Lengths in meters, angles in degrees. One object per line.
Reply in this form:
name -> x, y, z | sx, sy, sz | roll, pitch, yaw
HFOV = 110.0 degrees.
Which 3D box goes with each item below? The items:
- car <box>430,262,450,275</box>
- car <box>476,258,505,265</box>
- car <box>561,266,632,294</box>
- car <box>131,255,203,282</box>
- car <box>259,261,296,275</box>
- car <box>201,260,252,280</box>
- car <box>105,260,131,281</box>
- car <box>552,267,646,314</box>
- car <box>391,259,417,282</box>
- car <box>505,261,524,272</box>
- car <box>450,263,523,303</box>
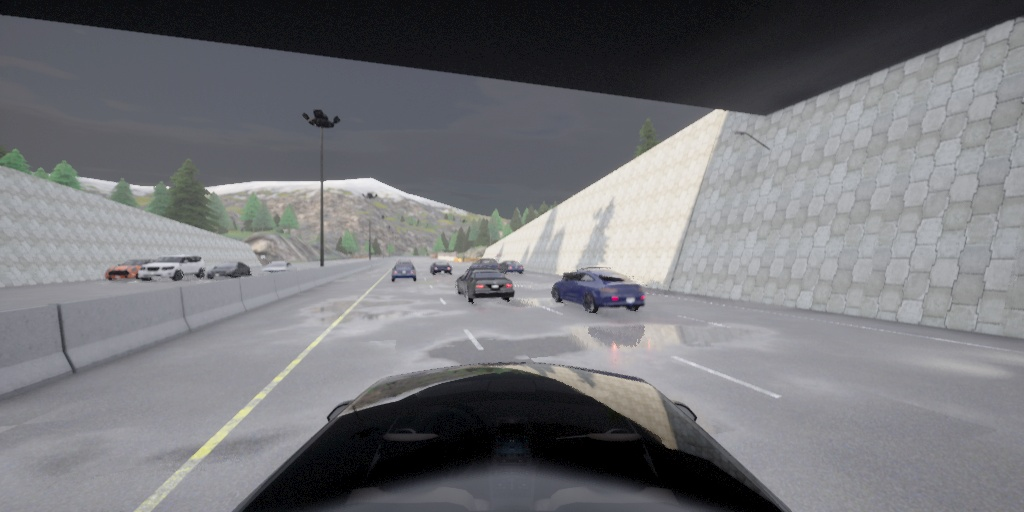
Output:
car -> -7.336, 1.246, 36.683 | 1.895, 1.301, 4.718 | 0, 0, -16
car -> -2.458, 1.005, 32.530 | 2.097, 1.767, 4.553 | 0, 0, -16
car -> 4.686, 1.283, 20.724 | 1.895, 1.301, 4.718 | 0, 0, -16
car -> -27.149, 0.917, 28.946 | 2.150, 2.045, 5.566 | 0, 0, -16
car -> -20.741, 1.203, 31.974 | 1.812, 1.442, 4.674 | 0, 0, -16
car -> -23.989, 1.212, 30.613 | 1.812, 1.442, 4.674 | 0, 0, -16
car -> -31.055, 1.049, 29.836 | 2.097, 1.767, 4.553 | 0, 0, -16
car -> 3.127, 1.233, 13.660 | 1.812, 1.442, 4.674 | 0, 0, -16
car -> -8.532, 1.221, 28.390 | 2.033, 1.411, 5.357 | 0, 0, -16
car -> -0.308, 1.181, 37.600 | 2.033, 1.411, 5.357 | 0, 0, -16
car -> -1.390, 1.251, 16.590 | 2.033, 1.411, 5.357 | 0, 0, -17
